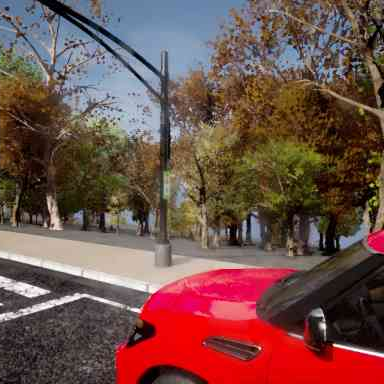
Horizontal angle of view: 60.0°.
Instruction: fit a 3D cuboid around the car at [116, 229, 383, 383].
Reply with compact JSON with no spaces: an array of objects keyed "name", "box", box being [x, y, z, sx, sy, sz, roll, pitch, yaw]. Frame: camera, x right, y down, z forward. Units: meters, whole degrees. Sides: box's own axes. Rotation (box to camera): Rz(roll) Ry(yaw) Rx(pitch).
[{"name":"car","box":[1.984,1.222,2.298,5.566,2.045,2.150,0,0,34]}]
